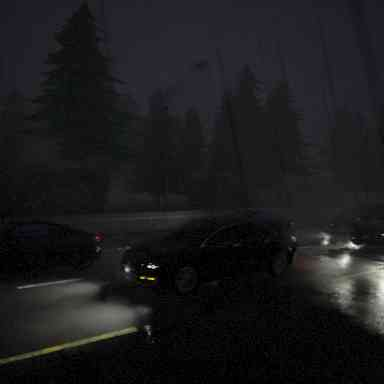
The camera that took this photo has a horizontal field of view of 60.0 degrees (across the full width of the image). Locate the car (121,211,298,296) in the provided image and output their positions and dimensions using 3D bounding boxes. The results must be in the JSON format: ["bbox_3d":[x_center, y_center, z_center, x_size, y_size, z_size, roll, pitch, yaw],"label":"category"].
[{"bbox_3d":[0.625,1.442,8.552,4.892,1.490,1.837,0,1,-33],"label":"car"}]

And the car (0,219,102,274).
[{"bbox_3d":[-4.703,1.474,9.252,4.181,1.385,1.994,0,0,-33],"label":"car"}]

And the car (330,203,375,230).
[{"bbox_3d":[9.846,1.379,18.798,5.008,1.535,1.882,0,0,-33],"label":"car"}]

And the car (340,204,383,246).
[{"bbox_3d":[8.563,1.410,13.769,5.008,1.535,1.882,0,0,-33],"label":"car"}]
